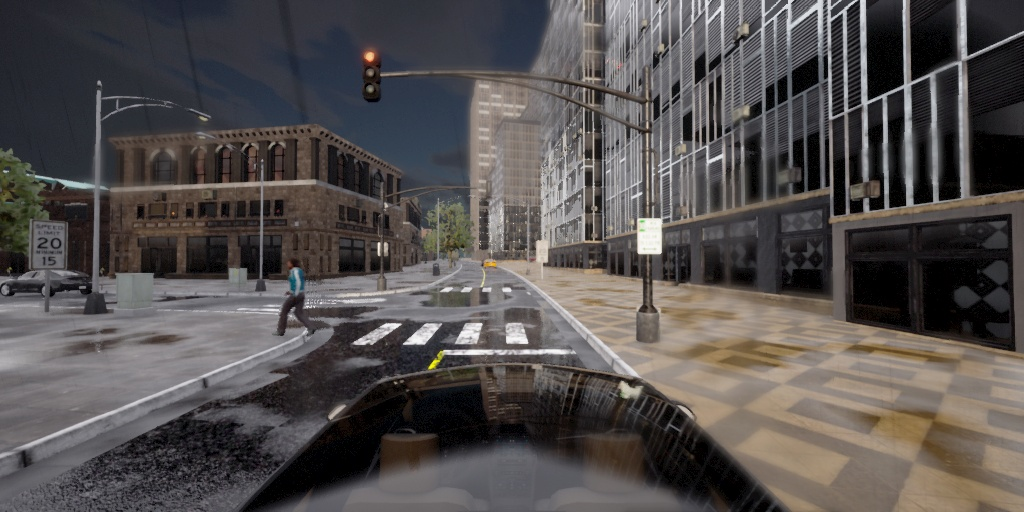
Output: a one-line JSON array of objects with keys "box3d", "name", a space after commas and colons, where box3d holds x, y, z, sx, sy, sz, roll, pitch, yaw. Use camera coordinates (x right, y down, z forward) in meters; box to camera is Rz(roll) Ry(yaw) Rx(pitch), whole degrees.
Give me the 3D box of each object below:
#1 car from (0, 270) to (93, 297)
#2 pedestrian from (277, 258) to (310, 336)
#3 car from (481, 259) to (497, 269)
[{"box3d": [-24.233, 1.384, 18.766, 4.403, 1.370, 2.007, 0, 0, 9], "name": "car"}, {"box3d": [-4.958, 0.890, 8.152, 0.375, 1.860, 0.375, 1, -1, -1], "name": "pedestrian"}, {"box3d": [-3.580, 1.228, 58.416, 1.882, 1.535, 5.008, 0, 0, -7], "name": "car"}]
